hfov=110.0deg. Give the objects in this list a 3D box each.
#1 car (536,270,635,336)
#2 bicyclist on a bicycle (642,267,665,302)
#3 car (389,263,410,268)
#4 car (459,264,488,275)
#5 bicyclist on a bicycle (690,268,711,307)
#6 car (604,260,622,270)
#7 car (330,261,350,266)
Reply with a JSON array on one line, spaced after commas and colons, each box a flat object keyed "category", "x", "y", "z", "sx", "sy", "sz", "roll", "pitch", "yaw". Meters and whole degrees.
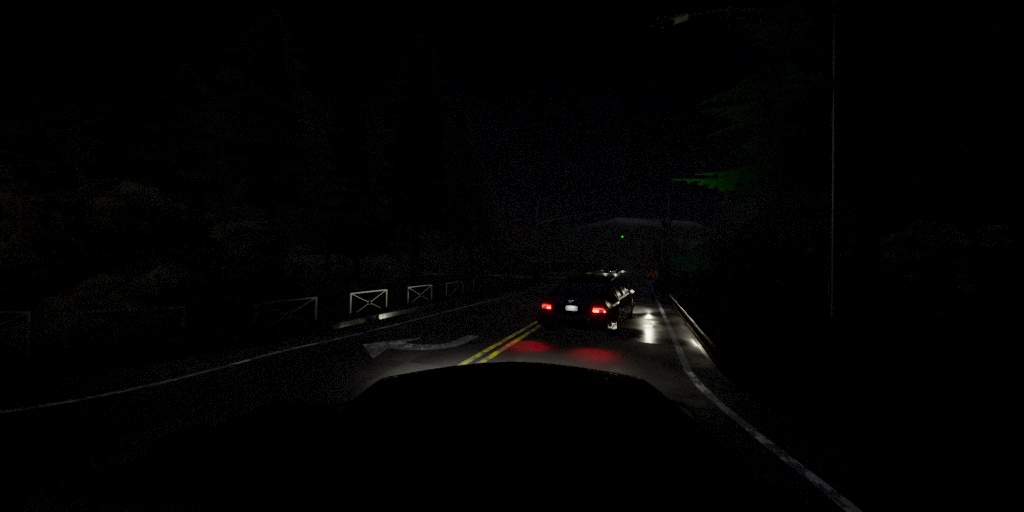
[{"category": "car", "x": 2.362, "y": 1.262, "z": 10.315, "sx": 2.033, "sy": 1.411, "sz": 5.357, "roll": 1, "pitch": -1, "yaw": 24}, {"category": "bicyclist on a bicycle", "x": 6.524, "y": 1.313, "z": 16.497, "sx": 1.656, "sy": 1.620, "sz": 0.582, "roll": 1, "pitch": -1, "yaw": -31}, {"category": "car", "x": -14.487, "y": 1.599, "z": 48.270, "sx": 4.181, "sy": 1.385, "sz": 1.994, "roll": 1, "pitch": -1, "yaw": 21}, {"category": "car", "x": -5.108, "y": 1.721, "z": 44.816, "sx": 4.181, "sy": 1.385, "sz": 1.994, "roll": 1, "pitch": -1, "yaw": 20}, {"category": "bicyclist on a bicycle", "x": 7.961, "y": 1.324, "z": 15.106, "sx": 1.656, "sy": 1.620, "sz": 0.582, "roll": 1, "pitch": -1, "yaw": -34}, {"category": "car", "x": 16.691, "y": 1.770, "z": 59.856, "sx": 2.150, "sy": 2.045, "sz": 5.566, "roll": 1, "pitch": -1, "yaw": 20}, {"category": "car", "x": -24.236, "y": 1.460, "z": 52.158, "sx": 5.357, "sy": 1.411, "sz": 2.033, "roll": 1, "pitch": -1, "yaw": 24}]
